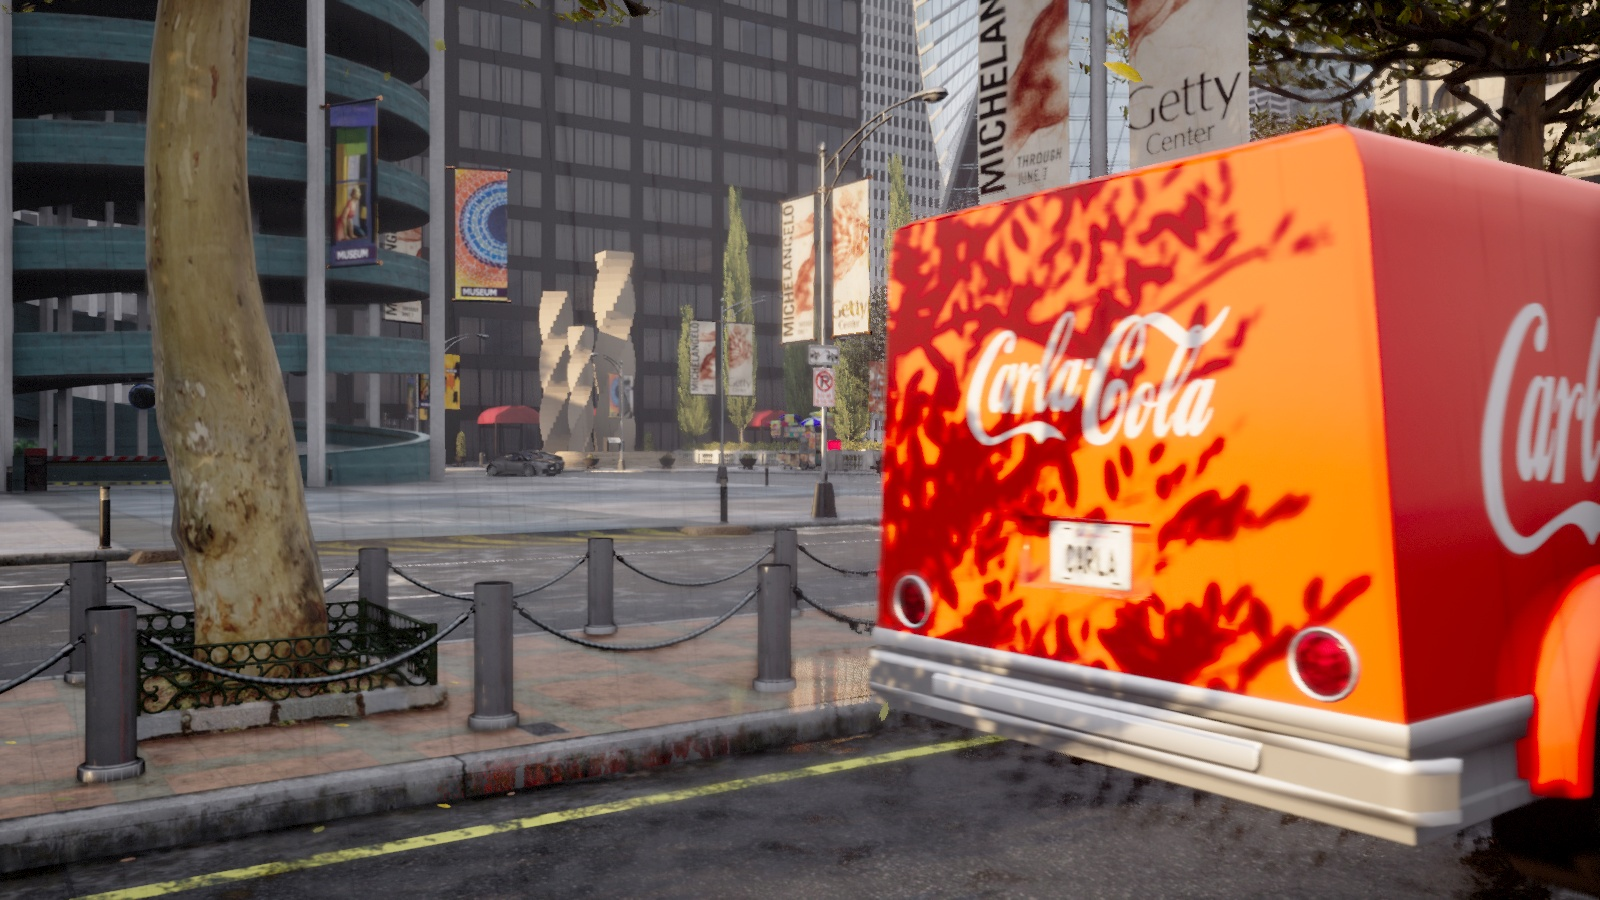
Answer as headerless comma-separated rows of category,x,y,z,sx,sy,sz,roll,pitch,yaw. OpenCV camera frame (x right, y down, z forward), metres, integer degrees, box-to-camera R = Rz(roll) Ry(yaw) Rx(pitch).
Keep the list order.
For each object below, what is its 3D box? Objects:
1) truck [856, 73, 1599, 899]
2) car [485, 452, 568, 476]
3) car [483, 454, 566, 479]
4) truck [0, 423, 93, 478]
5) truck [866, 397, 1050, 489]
truck,3.136,0.242,5.845,5.204,2.467,2.627,0,0,-35
car,-17.126,0.852,78.553,4.892,1.490,1.837,0,0,23
car,-15.353,0.900,70.021,4.181,1.385,1.994,0,0,27
truck,-50.220,0.047,80.814,7.936,3.462,2.891,0,0,-22
truck,6.275,-0.266,51.364,2.891,3.462,7.936,0,0,-35
